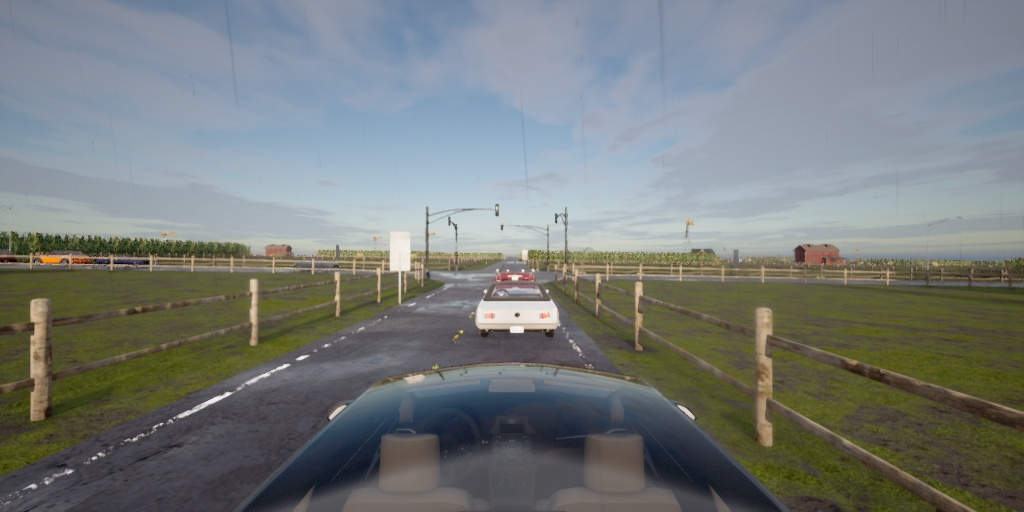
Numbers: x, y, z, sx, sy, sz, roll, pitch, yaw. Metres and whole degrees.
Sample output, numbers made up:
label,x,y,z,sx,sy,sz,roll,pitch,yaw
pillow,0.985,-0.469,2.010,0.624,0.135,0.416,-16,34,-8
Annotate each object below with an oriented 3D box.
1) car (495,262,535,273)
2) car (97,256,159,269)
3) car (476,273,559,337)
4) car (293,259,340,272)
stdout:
label,x,y,z,sx,sy,sz,roll,pitch,yaw
car,0.178,1.098,19.172,2.097,1.767,4.553,0,0,1
car,-39.341,0.638,36.841,4.718,1.301,1.895,1,0,0
car,0.123,1.348,10.184,1.895,1.301,4.718,0,0,0
car,-19.967,0.951,36.778,4.181,1.385,1.994,1,0,0
